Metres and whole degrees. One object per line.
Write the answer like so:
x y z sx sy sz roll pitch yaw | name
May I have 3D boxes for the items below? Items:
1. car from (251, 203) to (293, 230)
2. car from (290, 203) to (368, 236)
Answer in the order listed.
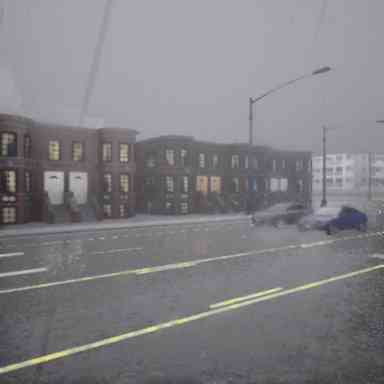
5.873 1.448 20.978 4.892 1.490 1.837 0 0 -35 | car
7.710 1.466 17.991 4.674 1.442 1.812 0 0 -35 | car
